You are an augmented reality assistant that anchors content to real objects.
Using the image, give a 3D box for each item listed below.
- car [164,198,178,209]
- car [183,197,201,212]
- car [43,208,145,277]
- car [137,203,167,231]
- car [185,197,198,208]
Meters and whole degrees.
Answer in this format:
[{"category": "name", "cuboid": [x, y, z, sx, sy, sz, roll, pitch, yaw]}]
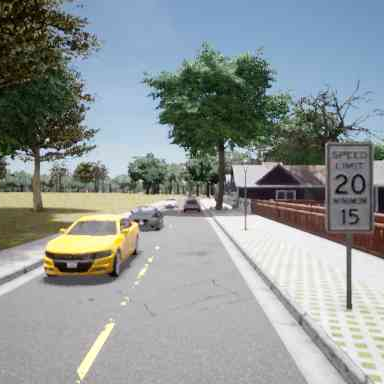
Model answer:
[{"category": "car", "cuboid": [-2.941, 1.549, 46.124, 1.812, 1.442, 4.674, 0, 0, 0]}, {"category": "car", "cuboid": [0.017, 1.596, 38.807, 1.994, 1.385, 4.181, 0, 0, 1]}, {"category": "car", "cuboid": [-2.888, 1.491, 10.508, 1.882, 1.535, 5.008, 0, 0, 0]}, {"category": "car", "cuboid": [-2.884, 1.590, 20.798, 1.994, 1.385, 4.181, 0, 0, 0]}, {"category": "car", "cuboid": [-0.054, 1.525, 48.685, 1.837, 1.490, 4.892, 0, 0, 0]}]
